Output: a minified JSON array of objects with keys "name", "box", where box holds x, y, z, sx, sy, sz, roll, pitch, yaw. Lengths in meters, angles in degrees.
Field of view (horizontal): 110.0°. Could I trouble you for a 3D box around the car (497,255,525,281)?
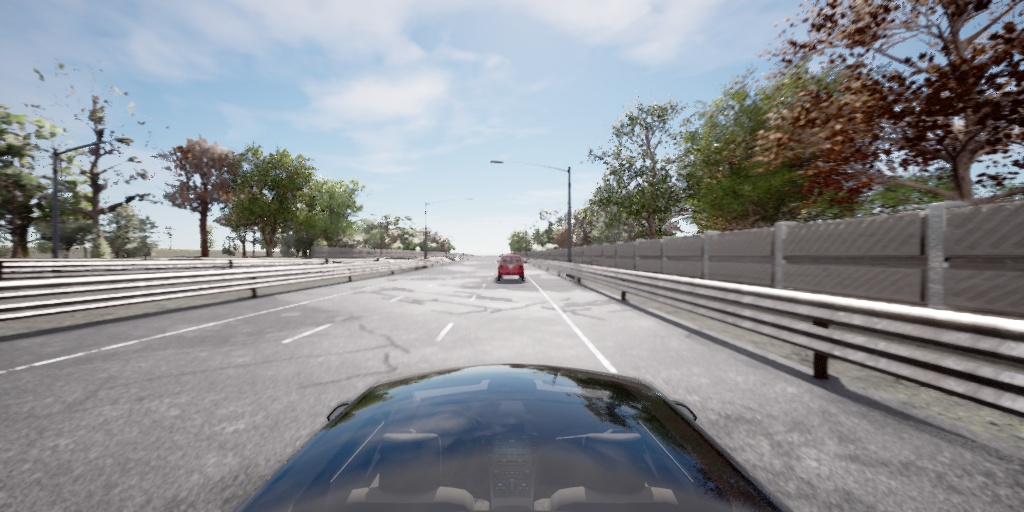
[{"name":"car","box":[-0.100,0.930,29.970,2.150,2.045,5.566,0,0,-1]}]
